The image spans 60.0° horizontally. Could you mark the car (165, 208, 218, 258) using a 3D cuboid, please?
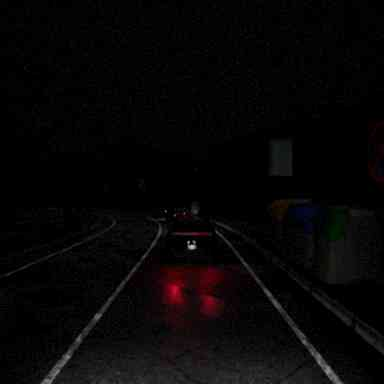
[{"bbox_3d":[-0.033,1.639,13.491,2.128,1.511,4.902,0,0,-1],"label":"car"}]

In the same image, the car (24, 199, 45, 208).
[{"bbox_3d":[-27.019,1.946,56.473,4.181,1.385,1.994,0,-1,27],"label":"car"}]

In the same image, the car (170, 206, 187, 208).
[{"bbox_3d":[-1.133,1.850,27.749,2.033,1.411,5.357,0,-1,-11],"label":"car"}]
